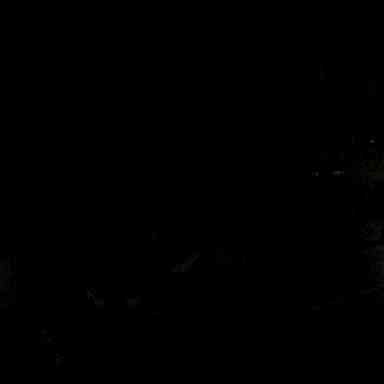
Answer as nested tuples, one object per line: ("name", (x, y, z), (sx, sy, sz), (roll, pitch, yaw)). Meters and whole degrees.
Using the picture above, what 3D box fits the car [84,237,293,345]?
("car", (0.152, 1.561, 6.286), (4.206, 1.307, 1.802), (0, 0, -35))
